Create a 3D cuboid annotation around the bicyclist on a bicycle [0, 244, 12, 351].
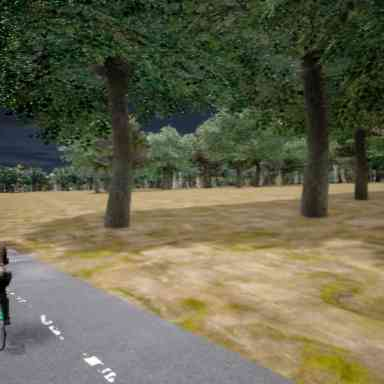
[{"bbox_3d":[-3.046,1.437,5.068,0.582,1.620,1.656,-2,1,-42],"label":"bicyclist on a bicycle"}]
